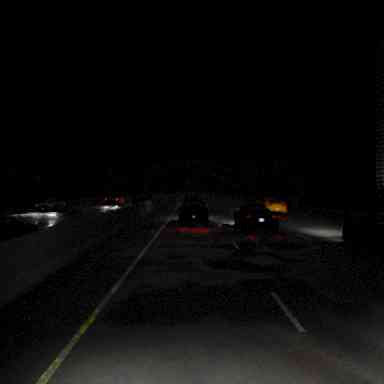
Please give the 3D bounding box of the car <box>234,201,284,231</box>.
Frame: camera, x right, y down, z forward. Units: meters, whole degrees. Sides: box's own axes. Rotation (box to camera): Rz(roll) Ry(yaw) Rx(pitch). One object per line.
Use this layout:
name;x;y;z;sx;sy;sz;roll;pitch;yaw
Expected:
car;3.606;1.415;19.233;1.994;1.385;4.181;0;0;0

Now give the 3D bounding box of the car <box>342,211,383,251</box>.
car;7.102;1.400;11.782;2.128;1.511;4.902;0;0;0

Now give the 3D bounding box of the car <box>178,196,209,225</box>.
car;0.106;1.304;22.440;1.882;1.535;5.008;0;1;0

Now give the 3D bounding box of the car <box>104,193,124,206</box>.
car;-10.829;0.993;46.437;2.097;1.767;4.553;0;1;-1

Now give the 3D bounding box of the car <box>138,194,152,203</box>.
car;-7.517;1.064;53.789;1.882;1.535;5.008;0;0;-1

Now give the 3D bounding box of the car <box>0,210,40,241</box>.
car;-7.097;1.515;11.116;1.895;1.301;4.718;0;0;0

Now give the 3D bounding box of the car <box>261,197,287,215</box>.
car;7.095;1.244;30.202;1.882;1.535;5.008;0;0;0

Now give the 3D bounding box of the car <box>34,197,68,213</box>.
car;-14.127;1.266;33.757;1.812;1.442;4.674;0;0;0
